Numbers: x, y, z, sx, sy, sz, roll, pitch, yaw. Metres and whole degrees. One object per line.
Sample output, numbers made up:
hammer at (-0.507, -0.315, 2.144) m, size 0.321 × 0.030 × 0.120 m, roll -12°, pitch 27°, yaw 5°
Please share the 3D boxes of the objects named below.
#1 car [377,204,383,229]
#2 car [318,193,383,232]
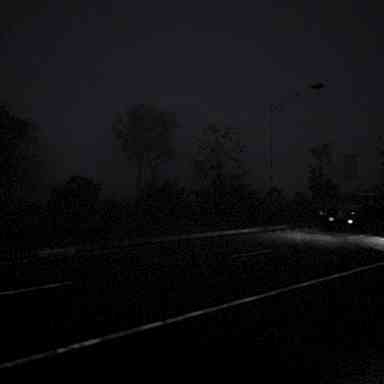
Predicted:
car at (11.650, 1.405, 16.453) m, size 5.357 × 1.411 × 2.033 m, roll 0°, pitch 0°, yaw -35°
car at (9.735, 1.077, 19.381) m, size 5.566 × 2.045 × 2.150 m, roll -1°, pitch 0°, yaw -35°
